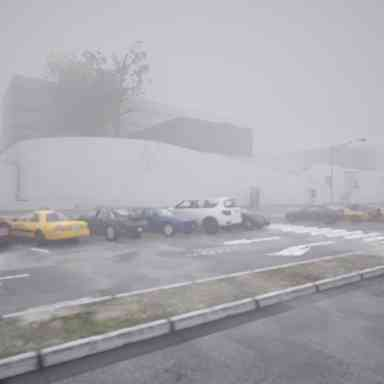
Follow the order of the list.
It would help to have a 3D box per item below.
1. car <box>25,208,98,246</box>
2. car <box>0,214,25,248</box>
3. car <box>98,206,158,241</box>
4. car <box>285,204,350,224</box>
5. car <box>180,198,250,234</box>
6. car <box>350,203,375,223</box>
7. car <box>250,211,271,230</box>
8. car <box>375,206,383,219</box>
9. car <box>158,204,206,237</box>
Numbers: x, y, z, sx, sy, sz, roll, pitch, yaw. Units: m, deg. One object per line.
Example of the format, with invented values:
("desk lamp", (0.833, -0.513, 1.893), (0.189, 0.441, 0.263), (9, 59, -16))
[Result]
("car", (-7.043, 1.523, 15.519), (5.366, 1.575, 1.946), (-1, -1, 35))
("car", (-9.344, 1.526, 13.698), (4.792, 1.488, 2.163), (-1, -1, 35))
("car", (-4.457, 1.555, 17.141), (4.892, 1.521, 2.231), (-1, -1, 35))
("car", (10.111, 1.817, 27.525), (4.674, 1.452, 2.002), (-1, -1, 35))
("car", (0.370, 1.367, 20.624), (5.566, 2.045, 2.435), (-1, -1, 35))
("car", (12.692, 1.818, 29.157), (5.366, 1.575, 1.946), (-1, -2, 35))
("car", (2.823, 1.657, 22.348), (4.892, 1.521, 2.231), (-1, -2, 34))
("car", (14.940, 1.900, 31.004), (4.792, 1.488, 2.163), (-1, -1, 35))
("car", (-2.033, 1.586, 18.883), (5.008, 1.535, 2.097), (-1, -1, 35))
